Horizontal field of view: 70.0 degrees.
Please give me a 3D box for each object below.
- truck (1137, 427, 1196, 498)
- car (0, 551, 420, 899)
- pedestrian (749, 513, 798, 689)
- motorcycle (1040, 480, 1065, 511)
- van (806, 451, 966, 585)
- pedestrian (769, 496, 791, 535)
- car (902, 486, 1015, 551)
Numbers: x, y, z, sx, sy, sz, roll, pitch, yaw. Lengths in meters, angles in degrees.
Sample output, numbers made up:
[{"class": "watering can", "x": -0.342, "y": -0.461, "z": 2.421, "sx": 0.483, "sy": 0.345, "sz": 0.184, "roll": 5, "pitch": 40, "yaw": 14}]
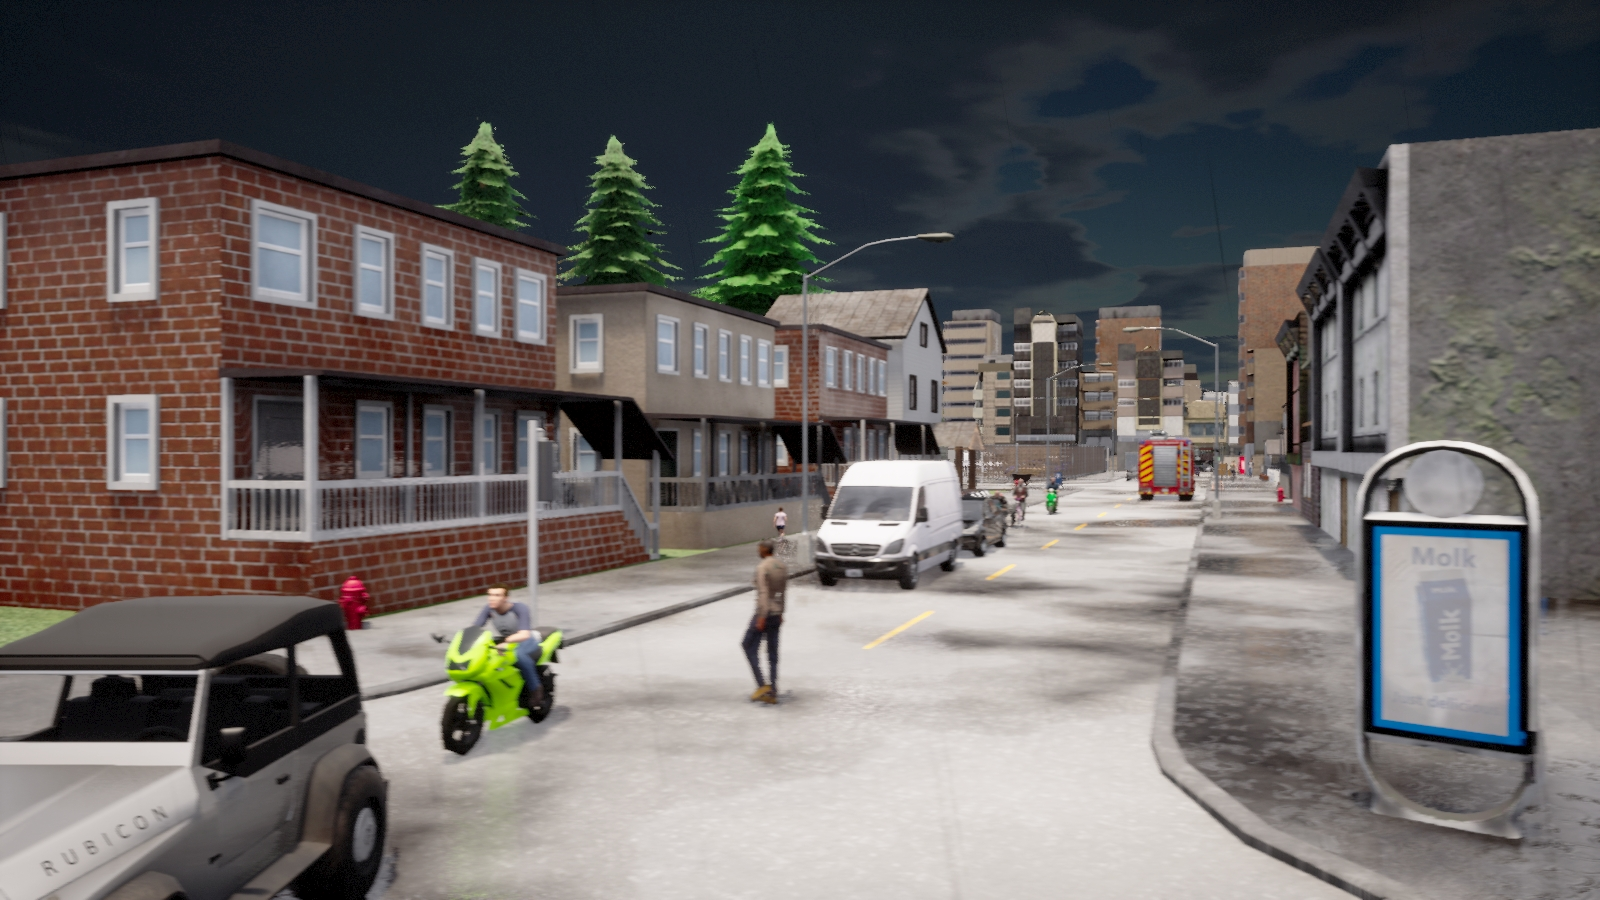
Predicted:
[{"class": "truck", "x": 21.294, "y": 0.671, "z": 66.053, "sx": 2.891, "sy": 3.827, "sz": 8.468, "roll": 0, "pitch": 0, "yaw": 20}, {"class": "car", "x": -3.628, "y": 1.638, "z": 6.073, "sx": 1.905, "sy": 1.878, "sz": 3.866, "roll": 0, "pitch": 0, "yaw": 1}, {"class": "pedestrian", "x": -0.290, "y": 1.628, "z": 12.494, "sx": 0.375, "sy": 1.860, "sz": 0.375, "roll": 0, "pitch": 0, "yaw": 44}, {"class": "motorcycle", "x": 10.959, "y": 1.962, "z": 49.530, "sx": 0.856, "sy": 1.236, "sz": 1.805, "roll": 0, "pitch": 0, "yaw": 20}, {"class": "van", "x": 2.061, "y": 1.314, "z": 25.130, "sx": 1.988, "sy": 2.561, "sz": 5.915, "roll": 0, "pitch": 0, "yaw": 20}, {"class": "pedestrian", "x": -0.588, "y": 1.904, "z": 33.280, "sx": 0.500, "sy": 1.100, "sz": 0.500, "roll": 0, "pitch": 0, "yaw": 18}, {"class": "car", "x": 4.502, "y": 1.843, "z": 31.807, "sx": 2.163, "sy": 1.488, "sz": 4.792, "roll": 0, "pitch": 0, "yaw": 20}]
